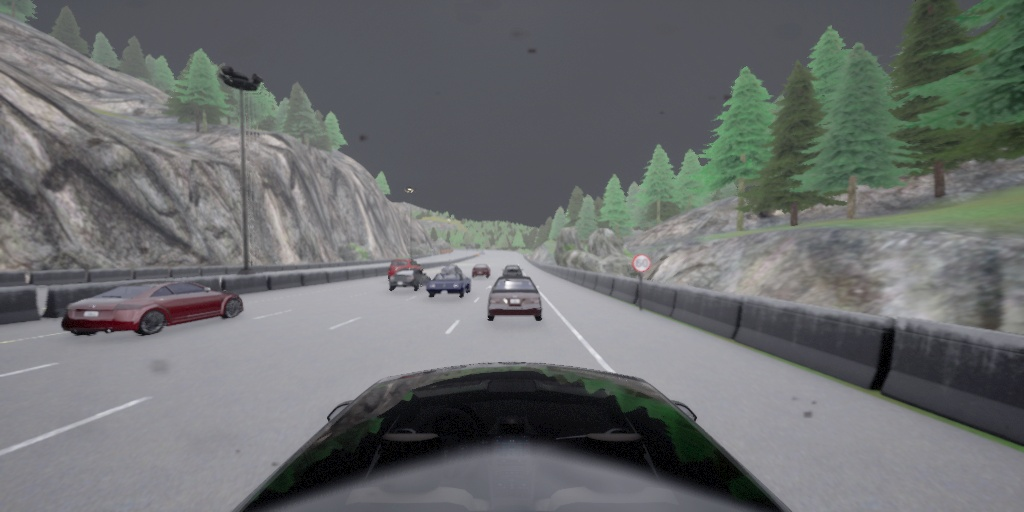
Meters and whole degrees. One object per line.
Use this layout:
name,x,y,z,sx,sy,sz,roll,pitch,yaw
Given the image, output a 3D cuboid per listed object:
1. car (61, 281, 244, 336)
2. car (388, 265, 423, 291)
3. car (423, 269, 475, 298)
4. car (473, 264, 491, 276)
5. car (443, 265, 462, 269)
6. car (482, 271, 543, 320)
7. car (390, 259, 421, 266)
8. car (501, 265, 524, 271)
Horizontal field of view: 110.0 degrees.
car,-10.408,1.430,10.876,1.994,1.385,4.181,0,-1,0
car,-6.921,1.552,24.492,1.812,1.442,4.674,0,-1,0
car,-3.417,1.580,20.356,1.895,1.301,4.718,0,-1,0
car,-3.438,1.633,40.974,1.882,1.535,5.008,0,0,0
car,-6.939,1.705,41.212,2.033,1.411,5.357,0,0,0
car,0.090,1.439,13.296,2.033,1.411,5.357,0,-1,0
car,-10.444,1.348,35.501,2.150,2.045,5.566,0,0,0
car,0.069,1.614,33.743,1.837,1.490,4.892,0,0,0
